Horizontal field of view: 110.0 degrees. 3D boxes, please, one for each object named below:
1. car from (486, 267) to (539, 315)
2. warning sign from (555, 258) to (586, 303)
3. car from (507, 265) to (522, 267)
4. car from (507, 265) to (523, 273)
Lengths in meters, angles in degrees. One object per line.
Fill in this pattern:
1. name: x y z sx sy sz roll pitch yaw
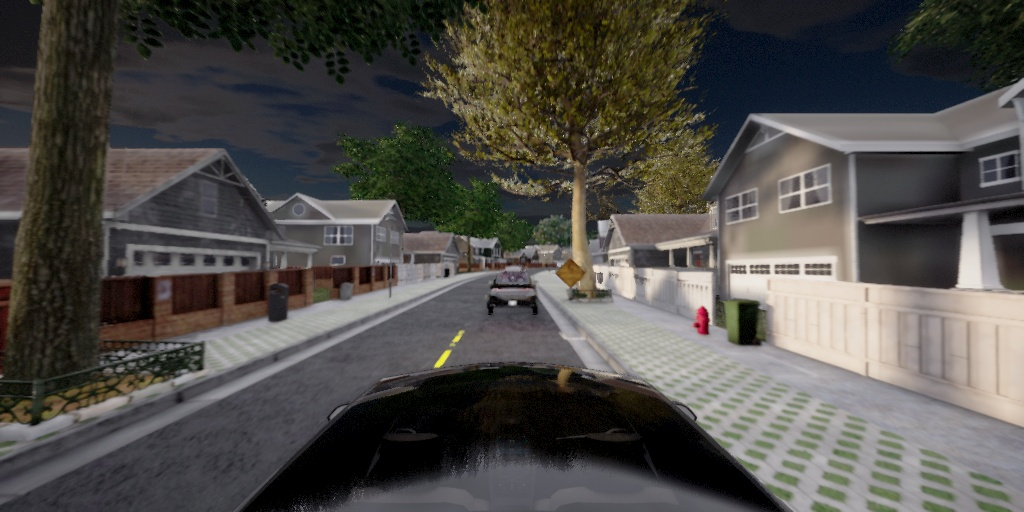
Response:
1. car: 0.045 1.373 14.289 2.128 1.511 4.902 0 -1 1
2. warning sign: 2.517 1.007 15.258 1.300 1.860 1.060 0 0 0
3. car: 0.154 1.557 30.491 1.882 1.535 5.008 0 0 2
4. car: 0.585 2.119 60.713 1.895 1.301 4.718 0 -1 12
